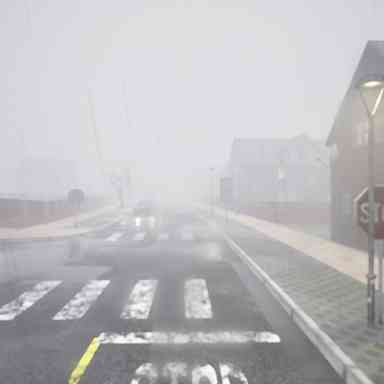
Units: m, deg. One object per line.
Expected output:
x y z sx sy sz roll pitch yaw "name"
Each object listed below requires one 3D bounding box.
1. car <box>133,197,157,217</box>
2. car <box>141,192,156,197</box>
-4.217 1.470 30.110 1.994 1.385 4.181 0 0 -5 "car"
-7.009 0.953 53.168 2.150 2.045 5.566 0 0 -9 "car"
